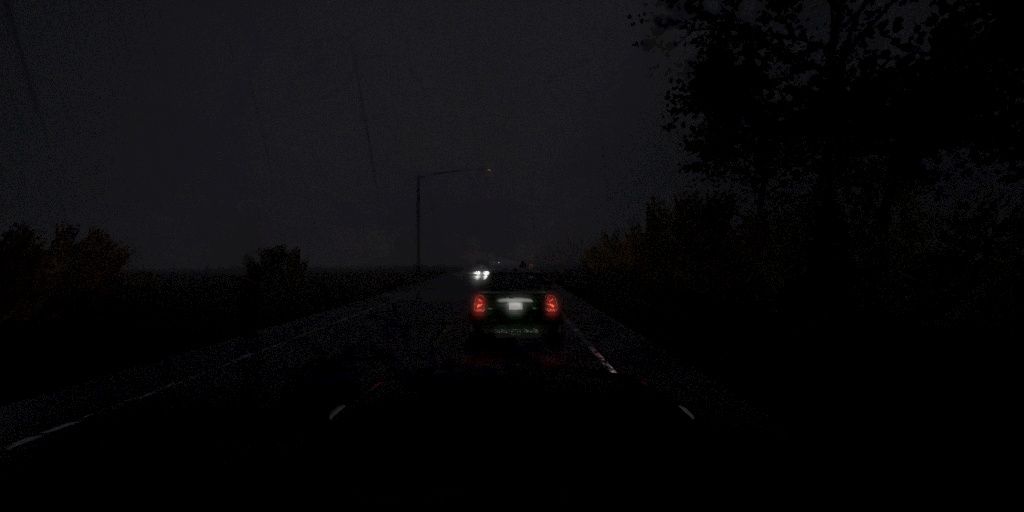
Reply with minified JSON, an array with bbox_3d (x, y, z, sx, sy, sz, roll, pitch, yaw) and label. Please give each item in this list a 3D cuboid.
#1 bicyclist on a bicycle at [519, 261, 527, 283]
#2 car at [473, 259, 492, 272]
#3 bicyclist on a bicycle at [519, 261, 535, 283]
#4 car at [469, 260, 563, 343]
[{"bbox_3d":[0.842,1.193,27.290,0.582,1.620,1.656,0,0,0],"label":"bicyclist on a bicycle"},{"bbox_3d":[-3.919,1.229,48.048,2.128,1.511,4.902,0,0,-1],"label":"car"},{"bbox_3d":[0.904,1.181,17.173,0.866,1.612,1.509,0,0,0],"label":"bicyclist on a bicycle"},{"bbox_3d":[0.073,1.099,9.829,2.097,1.767,4.553,0,0,0],"label":"car"}]
